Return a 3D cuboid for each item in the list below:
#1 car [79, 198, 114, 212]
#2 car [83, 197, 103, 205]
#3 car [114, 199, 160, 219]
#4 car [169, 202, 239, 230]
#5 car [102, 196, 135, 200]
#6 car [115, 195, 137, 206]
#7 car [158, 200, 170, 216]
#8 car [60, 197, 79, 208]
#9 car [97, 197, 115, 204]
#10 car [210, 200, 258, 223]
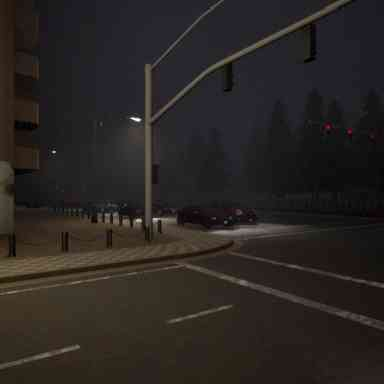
[{"bbox_3d":[-11.171,1.656,38.562,1.895,1.301,4.718,0,0,-36],"label":"car"},{"bbox_3d":[-18.003,1.656,60.366,1.895,1.301,4.718,0,0,-36],"label":"car"},{"bbox_3d":[-5.075,1.619,30.081,1.994,1.385,4.181,0,0,-36],"label":"car"},{"bbox_3d":[0.675,1.581,22.128,1.812,1.442,4.674,0,0,-36],"label":"car"},{"bbox_3d":[-9.413,1.603,42.115,2.033,1.411,5.357,0,0,-35],"label":"car"},{"bbox_3d":[-11.416,1.407,57.209,2.097,1.767,4.553,0,0,-36],"label":"car"},{"bbox_3d":[-3.229,1.547,33.511,2.128,1.511,4.902,0,0,-36],"label":"car"},{"bbox_3d":[-17.278,1.533,47.109,1.882,1.535,5.008,0,0,-35],"label":"car"},{"bbox_3d":[-16.676,1.656,64.486,1.895,1.301,4.718,0,0,-36],"label":"car"},{"bbox_3d":[2.801,1.406,25.134,2.097,1.767,4.553,0,0,-36],"label":"car"}]
